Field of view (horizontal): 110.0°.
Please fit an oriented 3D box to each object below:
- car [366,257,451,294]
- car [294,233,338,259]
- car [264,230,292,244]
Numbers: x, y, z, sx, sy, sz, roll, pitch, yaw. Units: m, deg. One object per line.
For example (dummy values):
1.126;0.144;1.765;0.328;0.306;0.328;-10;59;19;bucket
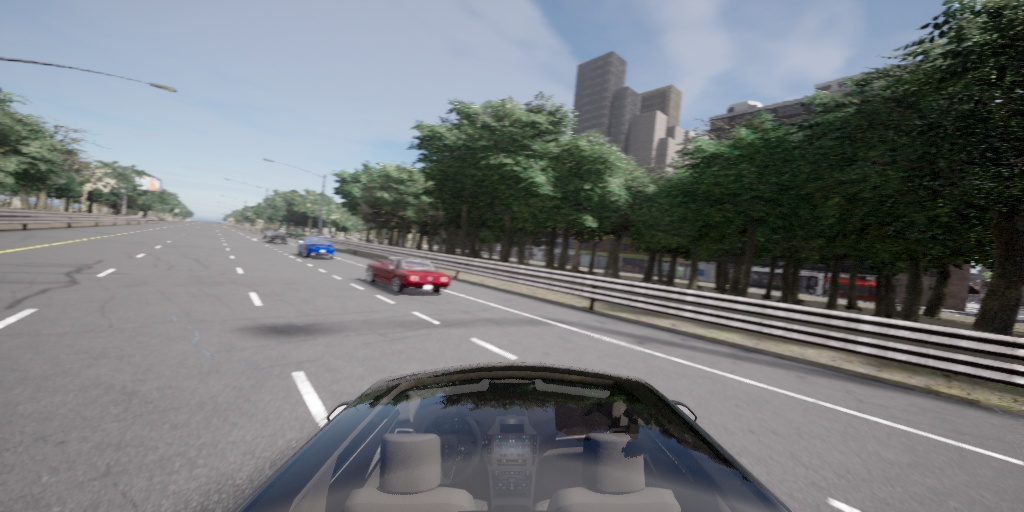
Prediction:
-4.514;0.715;15.059;1.895;1.301;4.718;5;1;-40;car
-15.355;-0.691;28.027;1.882;1.535;5.008;5;1;-40;car
-29.418;-2.326;44.842;1.837;1.490;4.892;5;1;-40;car
